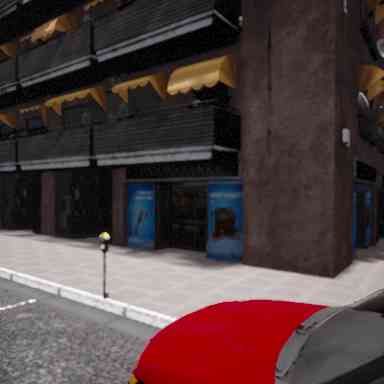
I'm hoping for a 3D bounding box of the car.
[{"bbox_3d":[1.815,1.321,1.582,5.009,1.841,2.192,1,0,35],"label":"car"}]
